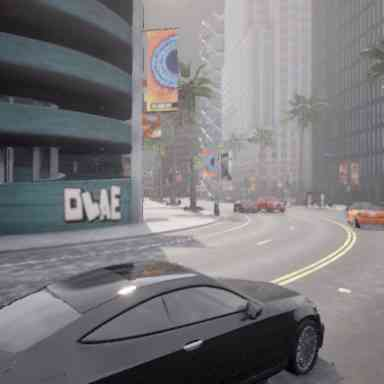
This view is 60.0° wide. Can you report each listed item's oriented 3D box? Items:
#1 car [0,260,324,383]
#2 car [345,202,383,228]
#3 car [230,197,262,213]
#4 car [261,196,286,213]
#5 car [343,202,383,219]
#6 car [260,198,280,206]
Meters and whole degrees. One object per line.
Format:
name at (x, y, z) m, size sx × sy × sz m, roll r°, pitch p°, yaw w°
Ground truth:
car at (-0.336, 1.556, 3.838) m, size 4.674 × 1.442 × 1.812 m, roll 1°, pitch 0°, yaw -40°
car at (12.684, 1.586, 24.221) m, size 2.097 × 1.767 × 4.553 m, roll 0°, pitch -1°, yaw 17°
car at (6.667, 1.702, 41.339) m, size 2.097 × 1.767 × 4.553 m, roll 0°, pitch 0°, yaw -7°
car at (10.041, 1.594, 42.713) m, size 2.150 × 2.045 × 5.566 m, roll 0°, pitch -1°, yaw -9°
car at (17.668, 1.839, 34.630) m, size 1.837 × 1.490 × 4.892 m, roll 0°, pitch 0°, yaw 2°
car at (15.977, 2.073, 68.131) m, size 2.231 × 1.521 × 4.892 m, roll 0°, pitch 0°, yaw -10°
